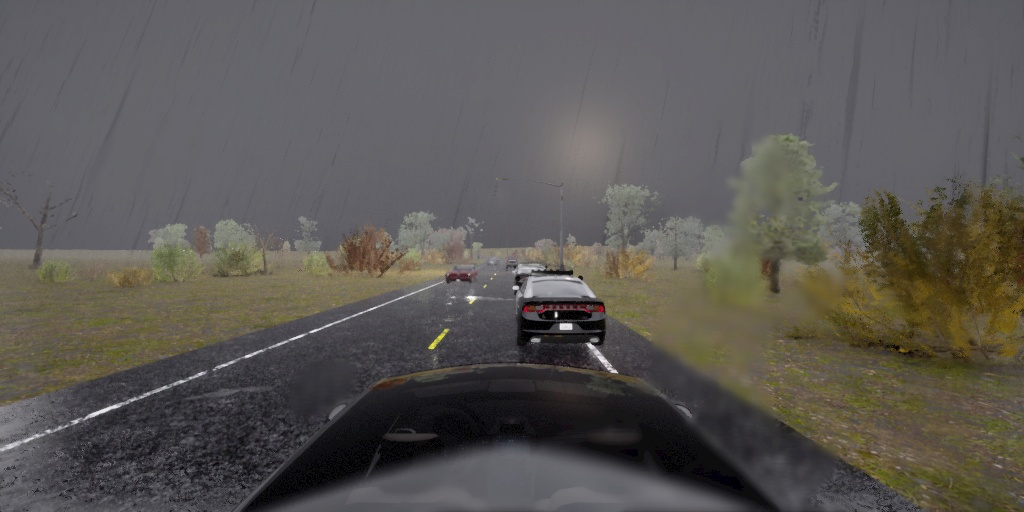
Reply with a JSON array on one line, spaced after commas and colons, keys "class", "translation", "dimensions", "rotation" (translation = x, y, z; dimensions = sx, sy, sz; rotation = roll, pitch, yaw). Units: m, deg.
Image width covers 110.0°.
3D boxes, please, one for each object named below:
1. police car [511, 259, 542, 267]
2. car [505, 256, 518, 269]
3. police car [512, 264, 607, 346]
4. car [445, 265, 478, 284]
[{"class": "police car", "translation": [1.045, 1.159, 19.557], "dimensions": [1.930, 1.638, 5.238], "rotation": [0, 0, 0]}, {"class": "car", "translation": [0.045, 1.165, 52.623], "dimensions": [1.837, 1.490, 4.892], "rotation": [0, 0, 0]}, {"class": "police car", "translation": [1.048, 1.170, 9.555], "dimensions": [1.930, 1.638, 5.238], "rotation": [0, 0, 0]}, {"class": "car", "translation": [-3.606, 1.323, 26.277], "dimensions": [1.895, 1.301, 4.718], "rotation": [0, 0, 0]}]
